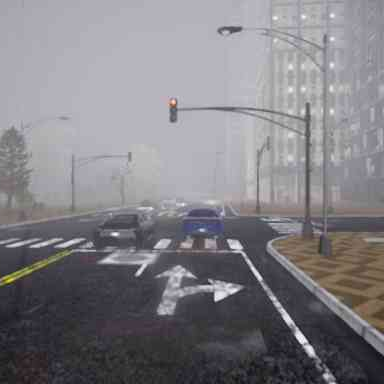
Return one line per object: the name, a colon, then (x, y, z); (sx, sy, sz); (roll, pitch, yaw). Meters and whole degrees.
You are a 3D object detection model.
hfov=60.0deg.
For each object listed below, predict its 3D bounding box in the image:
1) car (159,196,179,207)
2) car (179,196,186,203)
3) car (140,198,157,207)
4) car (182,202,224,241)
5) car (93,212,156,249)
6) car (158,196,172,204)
car: (-3.523, 1.515, 51.339); (1.812, 1.442, 4.674); (0, 0, 5)
car: (-2.208, 1.491, 66.825); (2.128, 1.511, 4.902); (0, 0, 5)
car: (-6.761, 1.589, 51.628); (1.895, 1.301, 4.718); (0, 0, 5)
car: (0.572, 1.469, 16.721); (1.882, 1.535, 5.008); (0, 0, 3)
car: (-2.797, 1.561, 14.549); (1.994, 1.385, 4.181); (0, 0, 3)
car: (-5.404, 1.539, 67.433); (2.033, 1.411, 5.357); (0, 0, 5)
